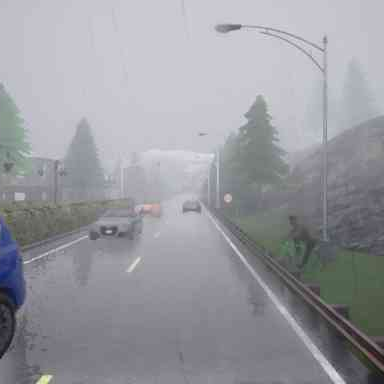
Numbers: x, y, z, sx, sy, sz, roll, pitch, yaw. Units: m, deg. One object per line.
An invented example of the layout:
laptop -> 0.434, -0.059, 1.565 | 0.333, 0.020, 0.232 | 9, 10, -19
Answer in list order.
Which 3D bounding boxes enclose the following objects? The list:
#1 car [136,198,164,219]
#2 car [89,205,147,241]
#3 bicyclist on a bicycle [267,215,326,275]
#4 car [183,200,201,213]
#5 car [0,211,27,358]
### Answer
car -> -3.671, 1.352, 28.971 | 2.097, 1.767, 4.553 | 0, 0, 0
car -> -3.651, 1.564, 16.573 | 1.994, 1.385, 4.181 | 0, 0, 0
bicyclist on a bicycle -> 2.902, 1.478, 9.179 | 1.656, 1.620, 0.582 | 3, 1, -1
car -> -0.028, 1.564, 37.730 | 1.994, 1.385, 4.181 | 0, 0, 0
car -> -3.606, 1.222, 2.840 | 2.150, 2.045, 5.566 | 0, 0, 0
